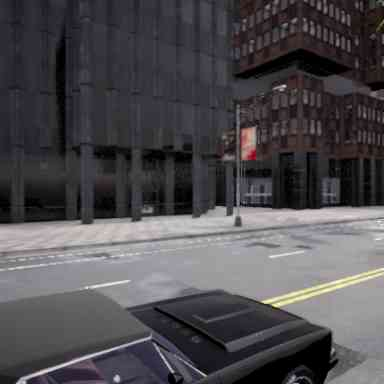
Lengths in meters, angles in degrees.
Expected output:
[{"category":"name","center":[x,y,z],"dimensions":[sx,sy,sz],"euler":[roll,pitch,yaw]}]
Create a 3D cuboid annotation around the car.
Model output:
[{"category":"car","center":[-0.802,1.603,2.864],"dimensions":[4.718,1.301,1.895],"euler":[0,0,-36]}]
